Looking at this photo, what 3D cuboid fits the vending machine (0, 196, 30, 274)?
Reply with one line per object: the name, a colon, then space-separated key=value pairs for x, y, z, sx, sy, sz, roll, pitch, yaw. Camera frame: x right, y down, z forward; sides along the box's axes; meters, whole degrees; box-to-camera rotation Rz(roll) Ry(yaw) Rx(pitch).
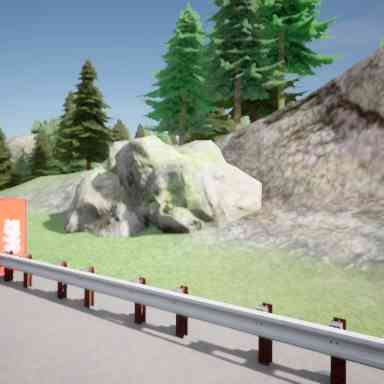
vending machine: x=-5.415 y=1.183 z=9.531 sx=0.880 sy=2.100 sz=1.100 roll=0 pitch=0 yaw=35
